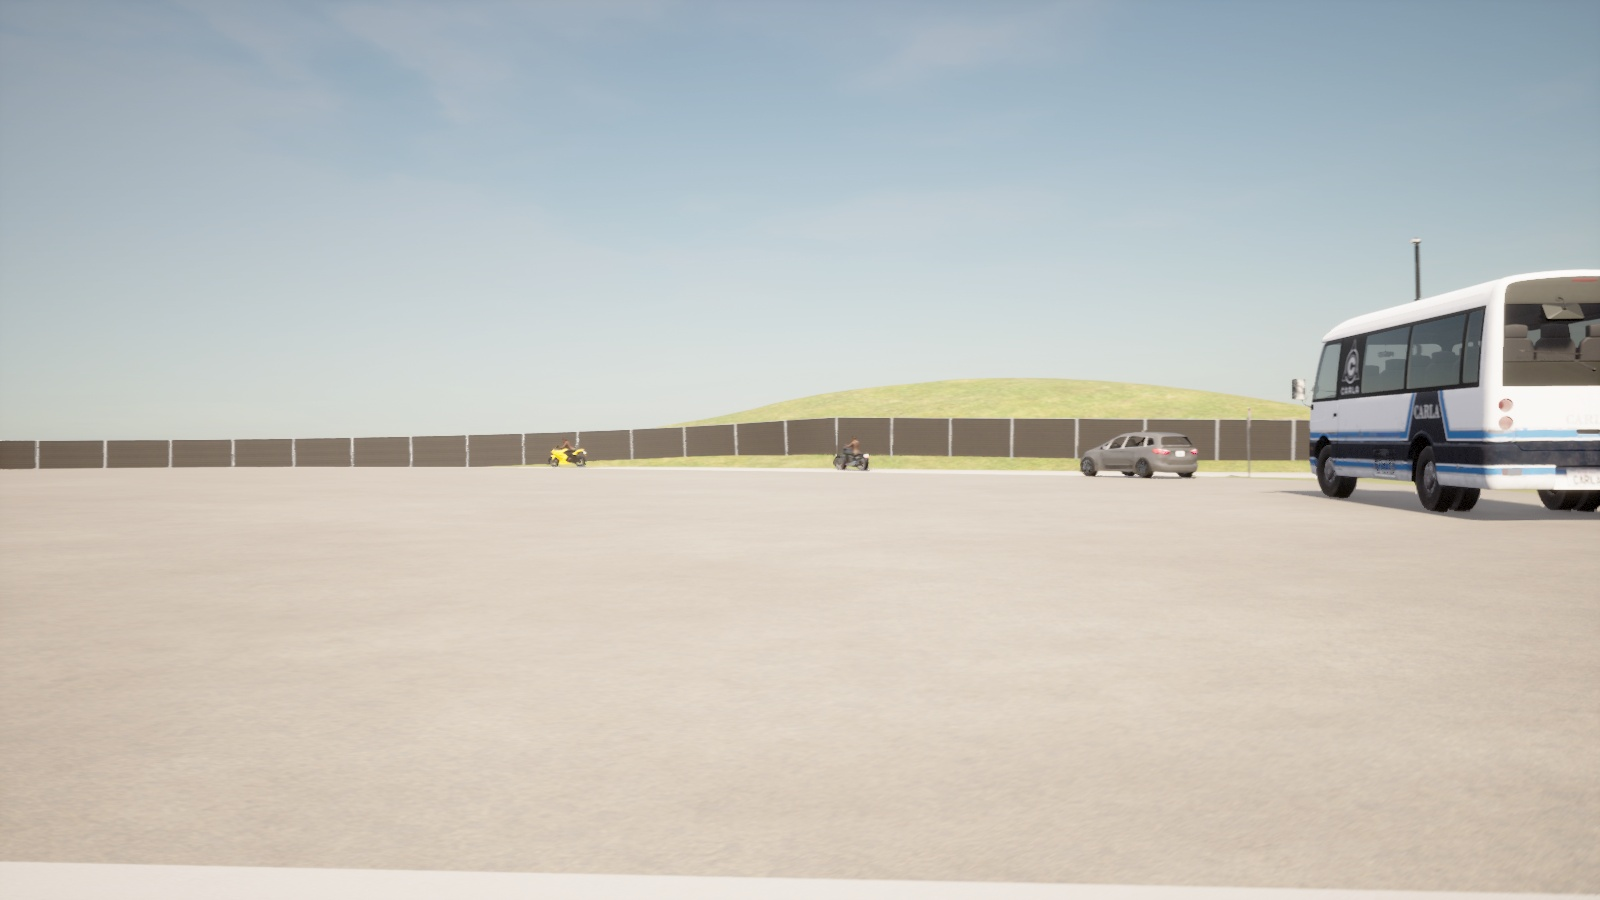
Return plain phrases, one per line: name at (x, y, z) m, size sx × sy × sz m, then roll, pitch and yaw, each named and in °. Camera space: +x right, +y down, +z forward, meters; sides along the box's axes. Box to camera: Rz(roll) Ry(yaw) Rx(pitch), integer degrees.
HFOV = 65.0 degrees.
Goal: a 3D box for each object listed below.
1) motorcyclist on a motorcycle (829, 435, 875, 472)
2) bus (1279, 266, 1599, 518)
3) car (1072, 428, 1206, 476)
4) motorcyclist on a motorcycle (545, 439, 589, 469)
motorcyclist on a motorcycle at (2.345, 0.145, 56.879) m, size 0.766 × 1.649 × 2.350 m, roll -2°, pitch 1°, yaw -35°
bus at (13.615, -1.033, 26.402) m, size 3.944 × 4.253 × 10.273 m, roll 0°, pitch 1°, yaw 5°
car at (12.383, 0.055, 46.146) m, size 2.242 × 1.667 × 4.611 m, roll 0°, pitch 0°, yaw -27°
motorcyclist on a motorcycle at (-11.844, 0.191, 63.832) m, size 2.044 × 1.523 × 0.797 m, roll 0°, pitch 1°, yaw 11°
